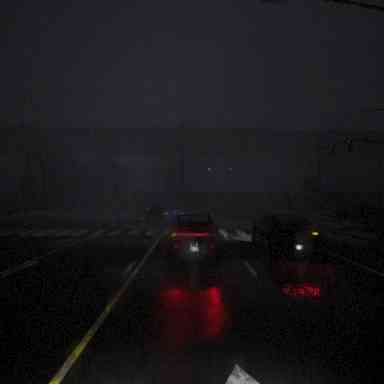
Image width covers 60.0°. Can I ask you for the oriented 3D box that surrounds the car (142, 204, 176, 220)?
[{"bbox_3d":[-2.513,1.705,27.885,2.033,1.411,5.357,0,0,-27],"label":"car"}]

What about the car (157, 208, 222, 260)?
[{"bbox_3d":[0.072,1.564,12.711,2.128,1.511,4.902,0,0,0],"label":"car"}]

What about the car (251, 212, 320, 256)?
[{"bbox_3d":[3.625,1.582,13.467,1.837,1.490,4.892,0,0,2],"label":"car"}]

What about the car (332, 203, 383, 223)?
[{"bbox_3d":[13.926,1.642,26.860,4.902,1.511,2.128,0,-1,-2],"label":"car"}]
